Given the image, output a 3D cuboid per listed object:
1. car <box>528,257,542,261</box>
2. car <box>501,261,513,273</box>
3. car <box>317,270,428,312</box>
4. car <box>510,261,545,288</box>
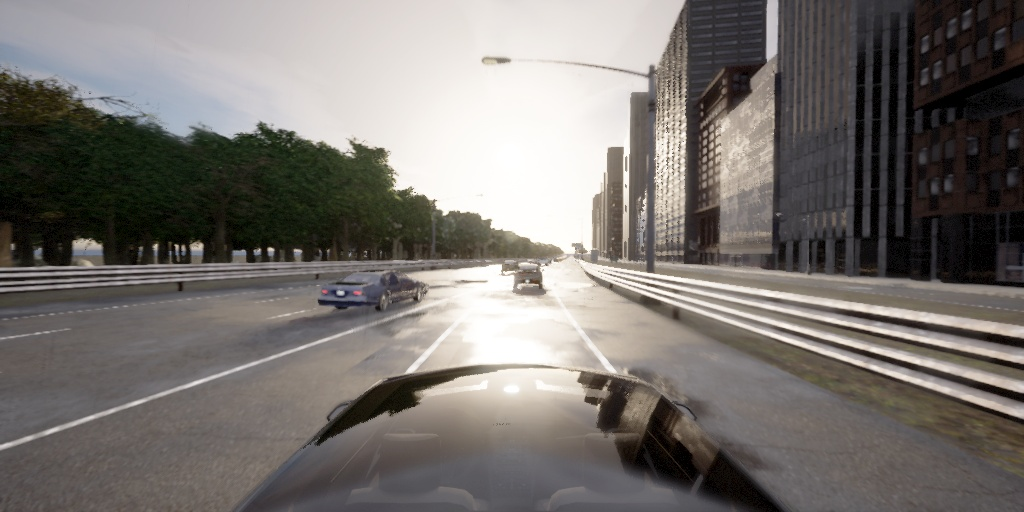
[{"bbox_3d":[3.713,1.384,64.994,2.128,1.511,4.902,1,0,10],"label":"car"},{"bbox_3d":[-0.050,1.308,43.325,1.837,1.490,4.892,1,0,10],"label":"car"},{"bbox_3d":[-5.137,1.251,14.090,2.033,1.411,5.357,1,0,10],"label":"car"},{"bbox_3d":[1.164,1.288,24.378,1.837,1.490,4.892,0,0,5],"label":"car"}]
